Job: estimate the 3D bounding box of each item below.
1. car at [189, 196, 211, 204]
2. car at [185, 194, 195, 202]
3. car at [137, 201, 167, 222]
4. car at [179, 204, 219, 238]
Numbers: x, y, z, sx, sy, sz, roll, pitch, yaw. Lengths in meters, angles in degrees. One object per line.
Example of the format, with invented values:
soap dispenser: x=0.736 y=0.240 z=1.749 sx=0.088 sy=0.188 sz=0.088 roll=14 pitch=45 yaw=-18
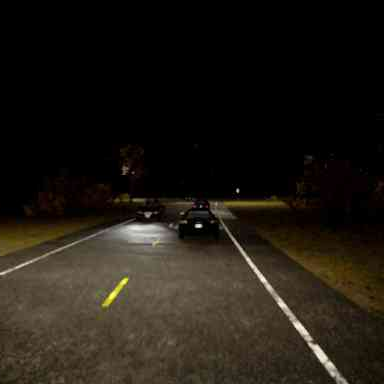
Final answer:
car: x=1.027 y=1.485 z=35.301 sx=2.033 sy=1.411 sz=5.357 roll=0 pitch=0 yaw=3
car: x=-0.347 y=1.129 z=66.762 sx=1.837 sy=1.490 sz=4.892 roll=0 pitch=0 yaw=5
car: x=-3.066 y=1.446 z=26.191 sx=2.128 sy=1.511 sz=4.902 roll=0 pitch=0 yaw=2
car: x=0.362 y=1.539 z=17.483 sx=1.994 sy=1.385 sz=4.181 roll=0 pitch=0 yaw=1
